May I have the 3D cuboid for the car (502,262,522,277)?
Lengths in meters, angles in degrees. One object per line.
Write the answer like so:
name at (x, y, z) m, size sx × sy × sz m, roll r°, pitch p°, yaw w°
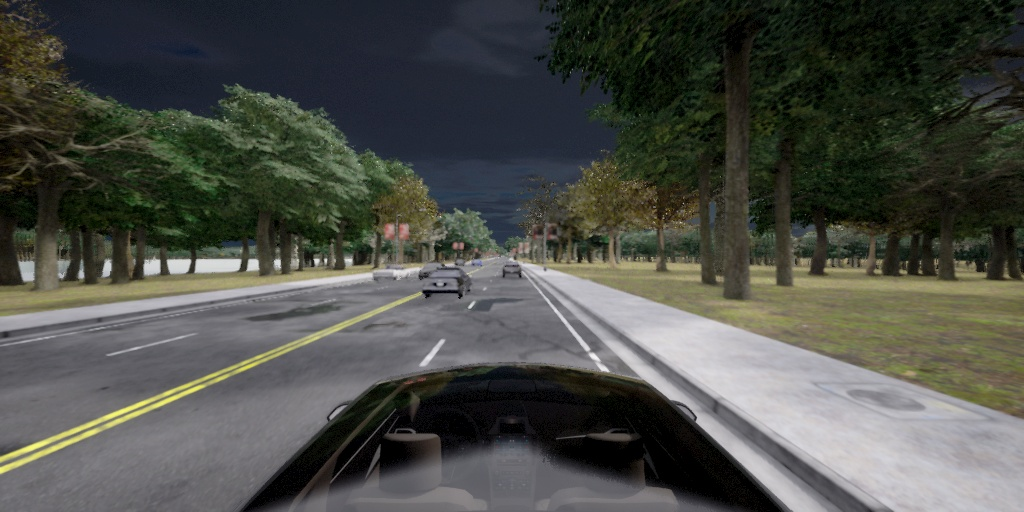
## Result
car at (-0.013, 1.288, 35.448) m, size 2.128 × 1.511 × 4.902 m, roll 0°, pitch 0°, yaw 0°

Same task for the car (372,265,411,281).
car at (-9.927, 1.383, 29.810) m, size 1.895 × 1.301 × 4.718 m, roll 0°, pitch 0°, yaw 0°

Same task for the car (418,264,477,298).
car at (-3.178, 1.309, 18.335) m, size 2.033 × 1.411 × 5.357 m, roll 0°, pitch 0°, yaw 0°

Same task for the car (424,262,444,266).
car at (-6.680, 1.291, 30.791) m, size 1.837 × 1.490 × 4.892 m, roll 0°, pitch -1°, yaw 0°
